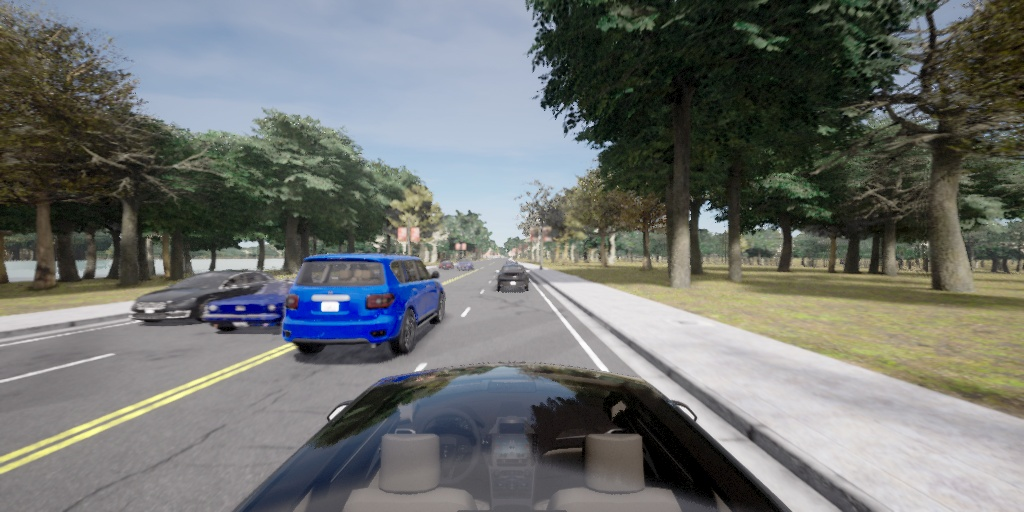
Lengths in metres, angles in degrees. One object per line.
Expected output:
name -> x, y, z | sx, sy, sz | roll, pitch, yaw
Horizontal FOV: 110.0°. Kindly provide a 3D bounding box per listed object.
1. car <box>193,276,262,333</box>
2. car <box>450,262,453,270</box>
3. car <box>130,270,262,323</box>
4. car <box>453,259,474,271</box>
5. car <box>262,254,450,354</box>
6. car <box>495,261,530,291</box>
car -> -6.612, 1.352, 10.931 | 1.895, 1.301, 4.718 | 0, 0, 0
car -> -10.097, 1.404, 55.549 | 1.994, 1.385, 4.181 | 0, 0, 0
car -> -9.865, 1.257, 12.184 | 1.837, 1.490, 4.892 | 0, 0, 0
car -> -6.834, 1.183, 52.625 | 2.097, 1.767, 4.553 | 0, 0, 0
car -> -3.158, 0.973, 8.899 | 2.150, 2.045, 5.566 | 0, 0, 0
car -> 0.051, 1.265, 22.143 | 1.837, 1.490, 4.892 | 0, 0, 0
